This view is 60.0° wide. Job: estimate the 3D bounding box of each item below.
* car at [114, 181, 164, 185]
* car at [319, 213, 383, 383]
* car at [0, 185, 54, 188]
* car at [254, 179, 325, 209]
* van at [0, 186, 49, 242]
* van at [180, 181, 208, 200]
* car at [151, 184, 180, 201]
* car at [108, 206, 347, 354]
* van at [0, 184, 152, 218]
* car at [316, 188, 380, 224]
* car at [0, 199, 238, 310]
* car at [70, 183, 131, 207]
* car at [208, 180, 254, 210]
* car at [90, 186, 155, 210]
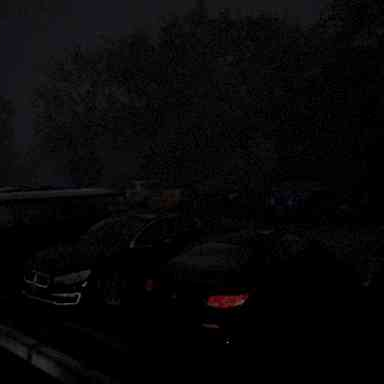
[{"bbox_3d":[-3.109,0.150,24.873,2.435,2.045,5.566,1,3,36],"label":"car"},{"bbox_3d":[3.394,1.284,4.182,2.163,1.488,4.792,1,3,36],"label":"car"},{"bbox_3d":[-5.771,0.856,10.646,2.435,2.045,5.566,1,3,36],"label":"car"},{"bbox_3d":[5.891,0.320,18.371,2.435,2.045,5.566,1,3,36],"label":"car"},{"bbox_3d":[-7.968,0.831,12.395,1.878,1.987,4.442,1,3,36],"label":"van"},{"bbox_3d":[1.458,0.258,21.718,1.878,1.987,4.442,1,3,36],"label":"van"},{"bbox_3d":[-0.756,0.434,23.398,1.946,1.575,5.366,1,3,36],"label":"car"},{"bbox_3d":[1.091,1.262,5.790,2.002,1.452,4.674,1,3,36],"label":"car"},{"bbox_3d":[-3.408,0.917,9.137,1.878,1.987,4.442,1,3,36],"label":"van"},{"bbox_3d":[8.186,0.634,16.817,2.163,1.488,4.792,1,3,36],"label":"car"},{"bbox_3d":[-1.185,1.186,7.425,2.231,1.521,4.892,1,3,36],"label":"car"},{"bbox_3d":[-7.623,0.190,28.108,2.185,1.767,4.553,1,3,36],"label":"car"},{"bbox_3d":[3.665,0.279,20.032,2.435,2.045,5.566,1,3,36],"label":"car"},{"bbox_3d":[-5.396,0.390,26.452,2.163,1.488,4.792,1,3,36],"label":"car"}]
